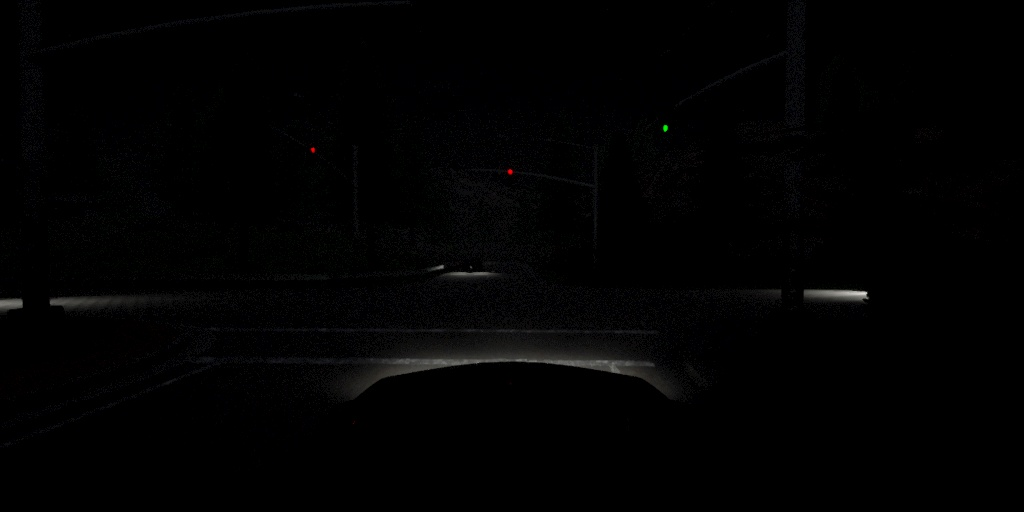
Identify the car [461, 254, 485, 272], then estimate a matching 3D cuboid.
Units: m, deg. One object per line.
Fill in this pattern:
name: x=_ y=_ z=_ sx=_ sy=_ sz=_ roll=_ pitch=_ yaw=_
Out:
car: x=-3.656 y=0.714 z=34.355 sx=1.837 sy=1.490 sz=4.892 roll=0 pitch=1 yaw=0
